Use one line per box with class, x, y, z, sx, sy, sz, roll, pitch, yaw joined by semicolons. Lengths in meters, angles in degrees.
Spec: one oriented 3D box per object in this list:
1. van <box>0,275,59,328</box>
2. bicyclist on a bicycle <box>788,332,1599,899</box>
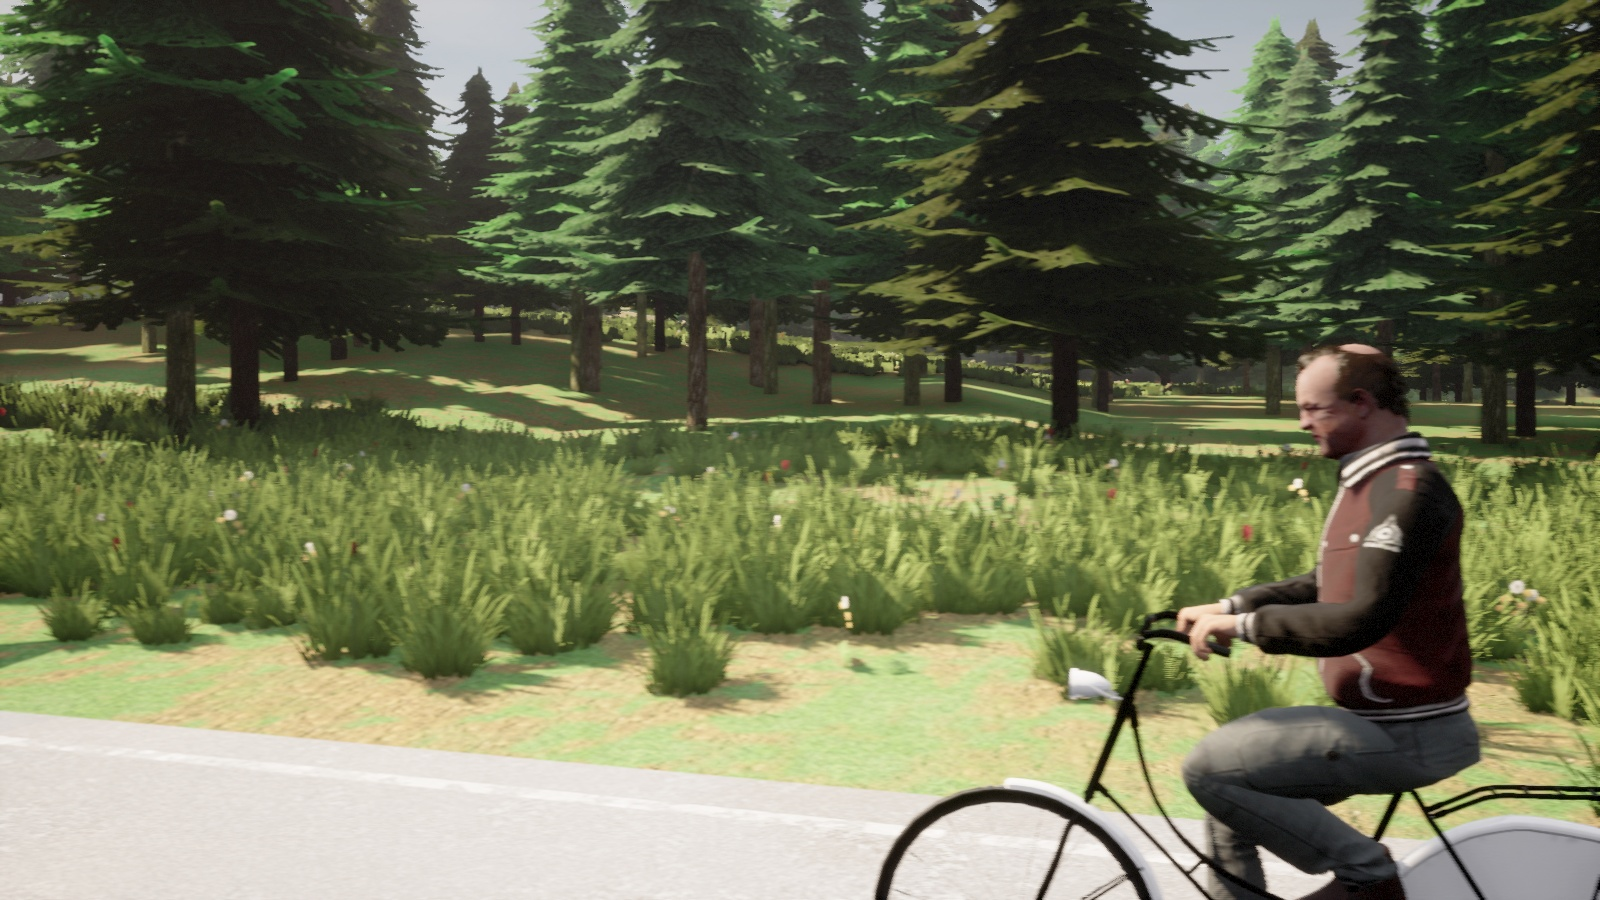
van;-39.298;-7.459;63.498;4.442;1.987;1.775;-4;-1;41
bicyclist on a bicycle;0.954;0.655;2.870;1.843;1.776;0.659;1;1;19
